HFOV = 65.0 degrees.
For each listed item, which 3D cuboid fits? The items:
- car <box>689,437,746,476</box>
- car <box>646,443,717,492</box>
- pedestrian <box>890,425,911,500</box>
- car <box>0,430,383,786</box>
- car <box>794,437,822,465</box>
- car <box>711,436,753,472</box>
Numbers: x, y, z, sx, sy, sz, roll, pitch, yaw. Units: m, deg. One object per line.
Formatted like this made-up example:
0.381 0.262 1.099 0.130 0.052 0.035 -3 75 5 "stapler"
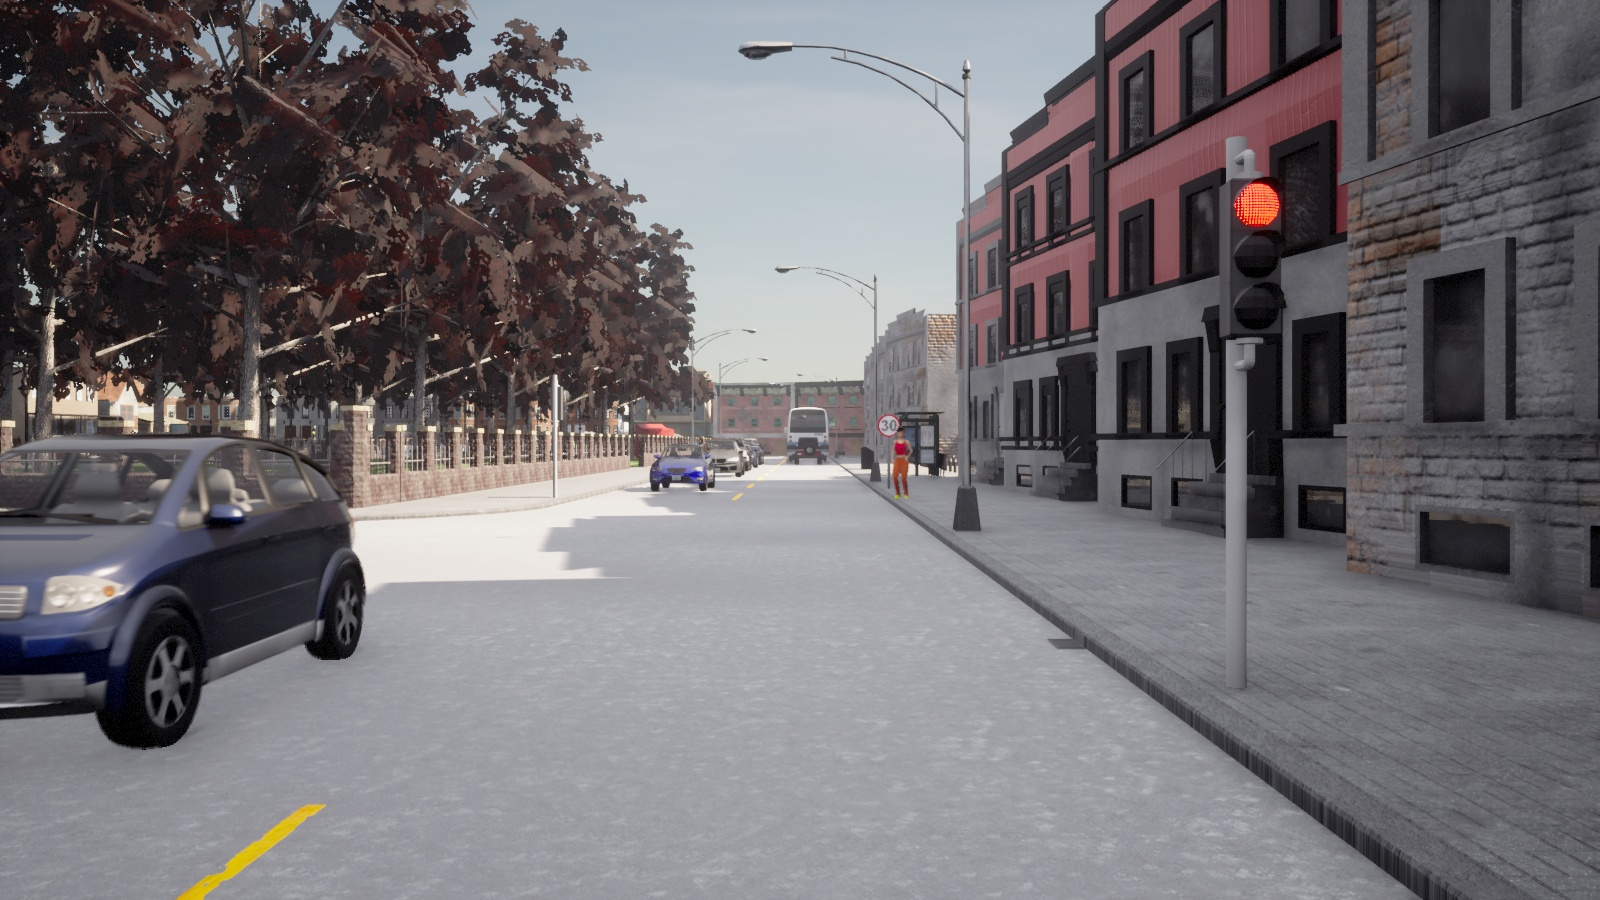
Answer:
-3.627 0.270 56.252 2.242 1.667 4.611 0 0 0 "car"
-3.717 0.530 40.145 1.816 1.474 4.193 0 0 1 "car"
2.485 0.313 31.154 0.345 1.836 0.594 0 0 23 "pedestrian"
-3.919 0.681 7.322 1.789 1.549 3.705 0 0 -1 "car"
0.568 0.045 88.153 1.905 1.878 3.866 0 0 0 "car"
-3.560 0.187 66.119 1.932 1.855 4.605 0 0 1 "car"
